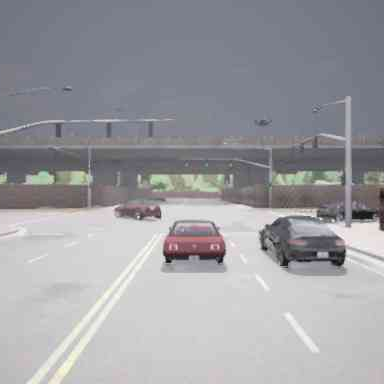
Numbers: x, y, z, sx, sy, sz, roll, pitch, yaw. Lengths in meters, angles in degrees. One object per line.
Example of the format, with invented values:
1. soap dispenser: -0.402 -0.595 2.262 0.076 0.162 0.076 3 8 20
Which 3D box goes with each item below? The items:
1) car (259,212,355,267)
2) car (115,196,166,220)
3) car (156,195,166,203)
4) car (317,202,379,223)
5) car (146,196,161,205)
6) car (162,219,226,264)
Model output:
1. car: 3.575 1.541 11.355 1.812 1.442 4.674 0 0 0
2. car: -4.634 1.365 28.125 2.097 1.767 4.553 0 0 -43
3. car: -6.985 1.580 76.174 1.882 1.535 5.008 0 0 0
4. car: 11.744 1.467 24.588 4.902 1.511 2.128 0 0 -7
5. car: -7.024 1.573 60.680 2.128 1.511 4.902 0 0 1
6. car: 0.079 1.617 11.800 1.895 1.301 4.718 0 0 0
